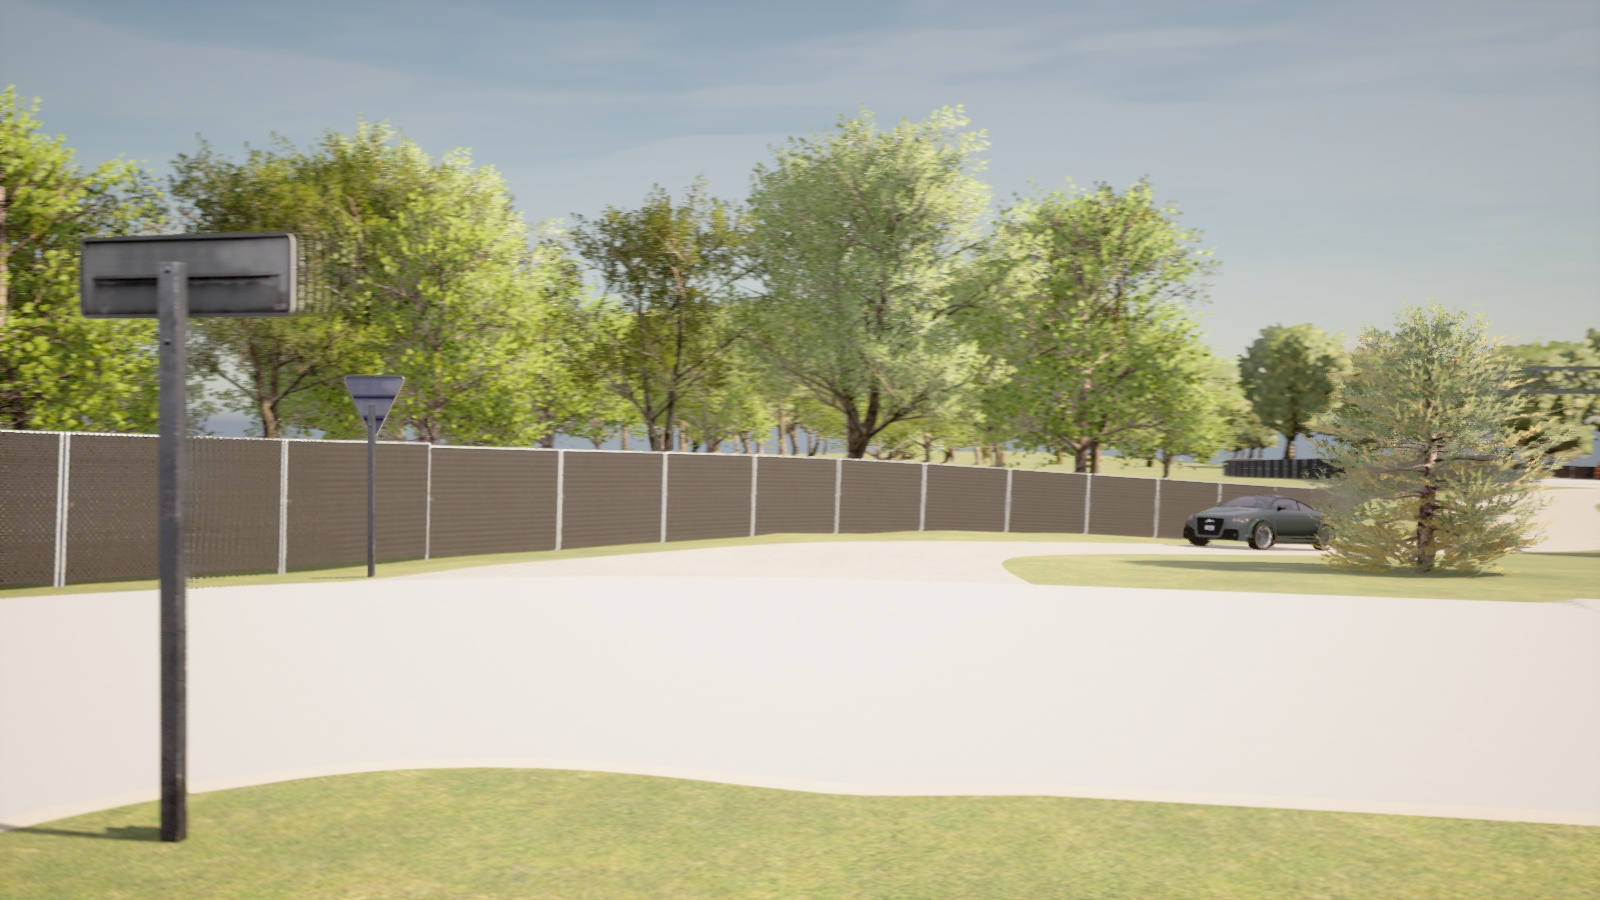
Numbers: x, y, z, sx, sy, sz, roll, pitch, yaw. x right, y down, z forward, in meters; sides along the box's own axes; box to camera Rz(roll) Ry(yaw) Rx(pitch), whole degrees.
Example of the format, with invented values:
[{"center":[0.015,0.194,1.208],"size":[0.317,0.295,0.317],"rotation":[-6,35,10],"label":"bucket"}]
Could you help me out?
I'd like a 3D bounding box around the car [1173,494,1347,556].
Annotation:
[{"center":[11.586,1.891,31.590],"size":[4.181,1.385,1.994],"rotation":[4,-3,-34],"label":"car"}]
